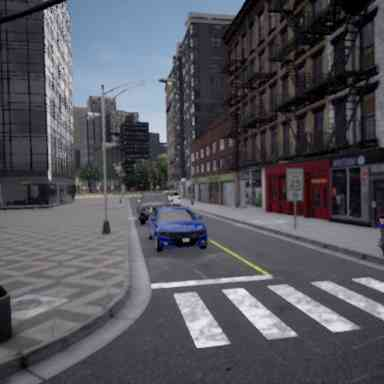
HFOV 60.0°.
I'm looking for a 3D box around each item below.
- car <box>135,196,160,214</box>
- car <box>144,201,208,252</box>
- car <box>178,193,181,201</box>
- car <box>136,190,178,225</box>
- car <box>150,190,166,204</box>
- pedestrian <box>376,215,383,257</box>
[{"bbox_3d":[-4.589,1.281,33.591,2.128,1.511,4.902,-2,1,-11],"label":"car"},{"bbox_3d":[-0.730,1.373,13.829,1.882,1.535,5.008,-2,1,-12],"label":"car"},{"bbox_3d":[-2.735,0.888,40.658,2.150,2.045,5.566,-2,0,-11],"label":"car"},{"bbox_3d":[-2.636,1.069,23.550,2.150,2.045,5.566,-2,1,-11],"label":"car"},{"bbox_3d":[-5.741,0.762,55.955,2.150,2.045,5.566,-2,1,-11],"label":"car"},{"bbox_3d":[5.573,1.200,9.567,0.375,1.300,0.375,-2,1,-11],"label":"pedestrian"}]
